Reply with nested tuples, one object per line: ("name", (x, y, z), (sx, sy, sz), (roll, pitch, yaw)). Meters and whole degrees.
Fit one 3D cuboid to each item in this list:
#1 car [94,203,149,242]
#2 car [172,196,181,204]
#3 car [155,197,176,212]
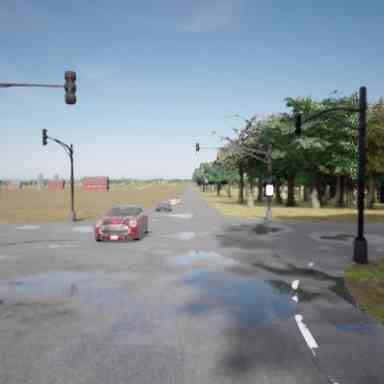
("car", (-3.511, 1.468, 17.274), (2.097, 1.767, 4.553), (-1, 0, 0))
("car", (-3.363, 1.526, 65.498), (2.097, 1.767, 4.553), (0, 0, 0))
("car", (-3.449, 1.744, 41.429), (2.033, 1.411, 5.357), (0, 0, 0))
